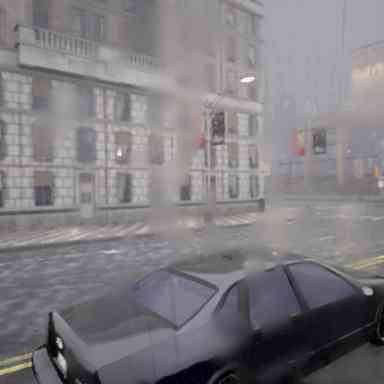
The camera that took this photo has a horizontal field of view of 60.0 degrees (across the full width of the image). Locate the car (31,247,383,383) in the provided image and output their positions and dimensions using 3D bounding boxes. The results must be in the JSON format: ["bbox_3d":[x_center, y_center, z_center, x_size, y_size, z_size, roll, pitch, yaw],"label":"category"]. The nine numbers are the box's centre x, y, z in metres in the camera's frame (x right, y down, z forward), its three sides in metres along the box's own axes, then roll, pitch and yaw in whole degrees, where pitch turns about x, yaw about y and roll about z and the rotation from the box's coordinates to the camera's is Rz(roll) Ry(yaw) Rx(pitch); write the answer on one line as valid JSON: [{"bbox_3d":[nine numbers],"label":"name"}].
[{"bbox_3d":[0.881,1.499,4.425,5.357,1.411,2.033,-1,1,-36],"label":"car"}]
